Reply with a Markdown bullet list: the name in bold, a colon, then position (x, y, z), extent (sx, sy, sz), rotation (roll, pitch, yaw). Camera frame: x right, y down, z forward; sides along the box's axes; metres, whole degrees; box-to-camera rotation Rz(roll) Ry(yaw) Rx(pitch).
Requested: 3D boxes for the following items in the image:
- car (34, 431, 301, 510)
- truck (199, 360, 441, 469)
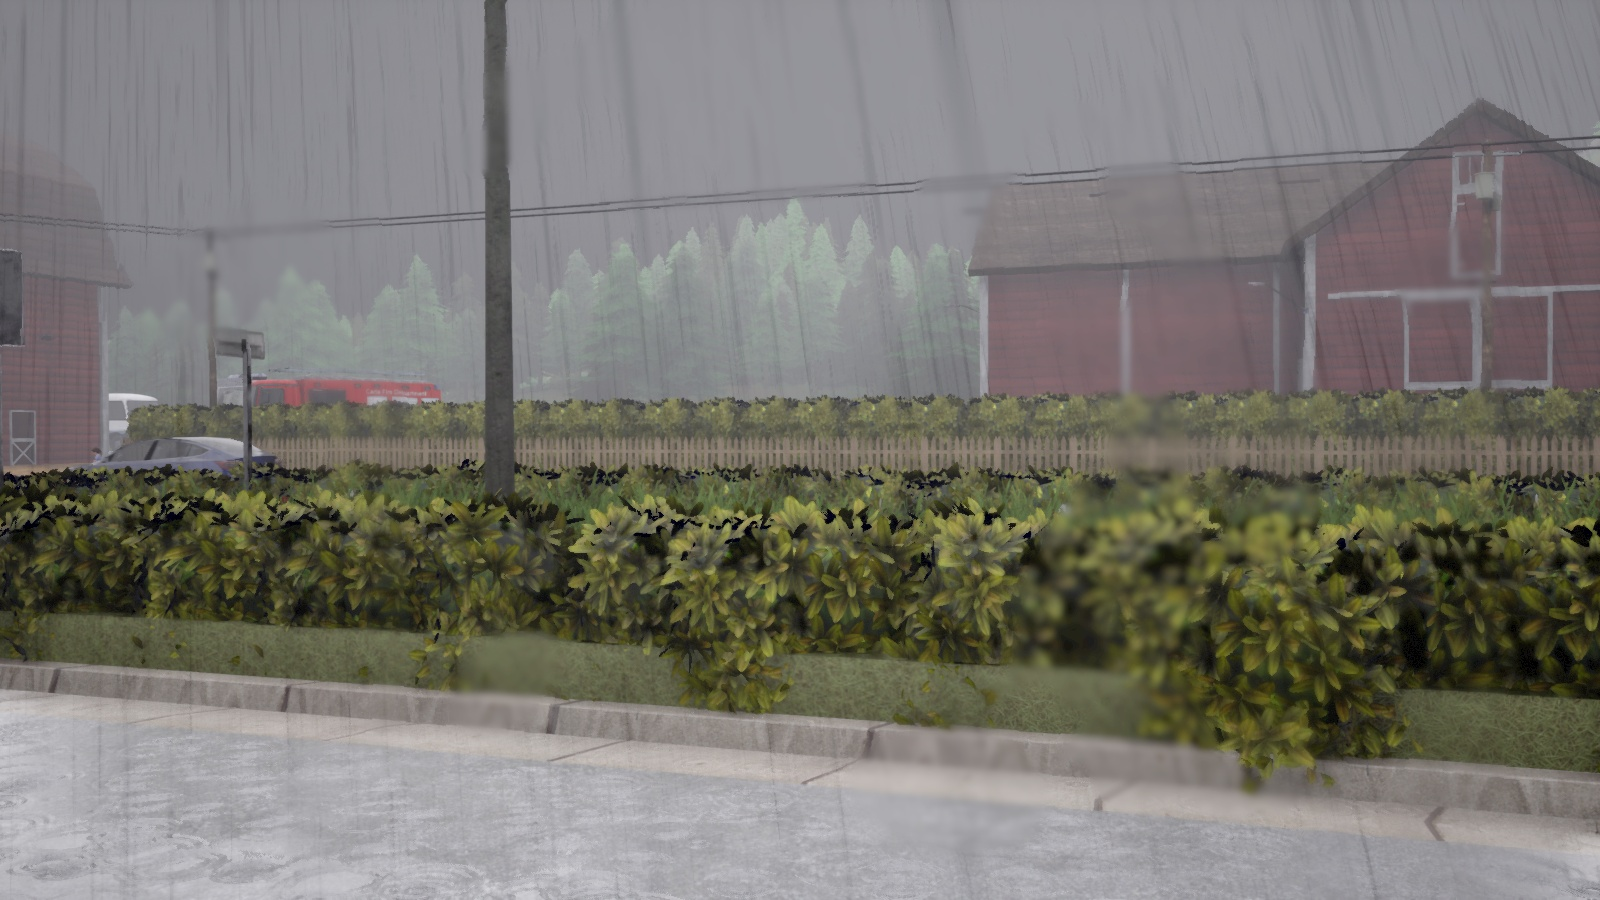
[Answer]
- **car**: position (-13.012, 0.364, 25.877), extent (4.792, 1.488, 2.163), rotation (1, 1, 19)
- **truck**: position (-18.321, -1.334, 48.543), extent (2.891, 3.827, 8.468), rotation (1, 1, 38)
